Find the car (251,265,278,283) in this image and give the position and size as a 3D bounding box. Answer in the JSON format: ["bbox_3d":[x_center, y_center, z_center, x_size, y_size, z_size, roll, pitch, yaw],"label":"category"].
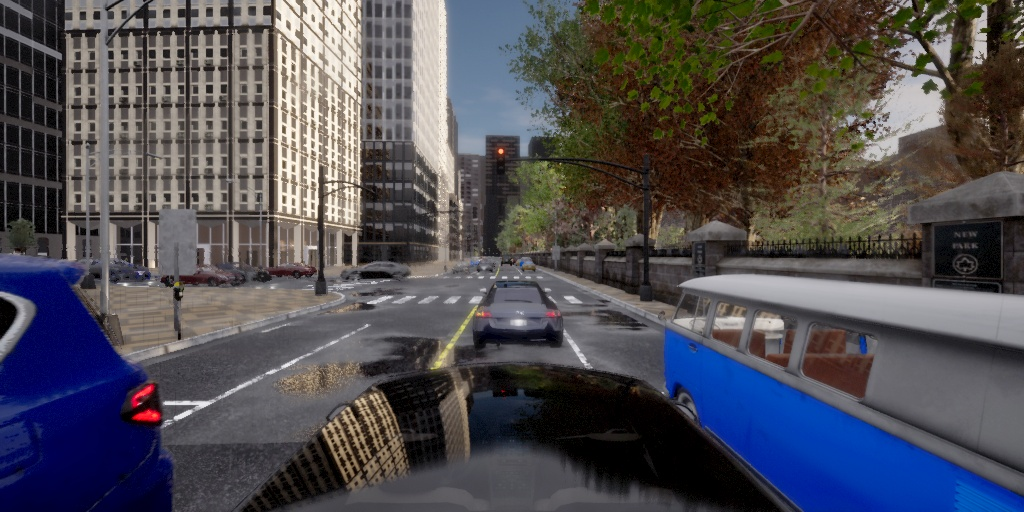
[{"bbox_3d":[-18.276,1.123,23.559,4.181,1.385,1.994,1,0,4],"label":"car"}]

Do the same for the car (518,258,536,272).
[{"bbox_3d":[2.134,1.260,46.376,1.751,1.417,4.829,0,0,-1],"label":"car"}]

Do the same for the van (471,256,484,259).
[{"bbox_3d":[-6.305,1.063,62.501,1.690,1.789,3.998,0,0,-2],"label":"van"}]

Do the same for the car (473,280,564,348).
[{"bbox_3d":[0.101,1.313,9.238,1.994,1.385,4.181,0,0,-1],"label":"car"}]

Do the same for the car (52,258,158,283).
[{"bbox_3d":[-27.258,0.948,24.125,4.902,1.511,2.128,1,0,3],"label":"car"}]

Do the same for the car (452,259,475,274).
[{"bbox_3d":[-5.628,1.288,40.326,2.007,1.370,4.403,0,0,-1],"label":"car"}]

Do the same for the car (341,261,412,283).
[{"bbox_3d":[-9.914,1.135,26.503,4.902,1.511,2.128,1,1,-18],"label":"car"}]

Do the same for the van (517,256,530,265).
[{"bbox_3d":[2.012,1.071,51.749,1.690,1.789,3.998,0,0,-1],"label":"van"}]

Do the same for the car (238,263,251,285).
[{"bbox_3d":[-18.150,1.149,21.011,4.207,1.307,1.802,0,0,4],"label":"car"}]

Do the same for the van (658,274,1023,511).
[{"bbox_3d":[2.568,1.091,2.657,1.690,1.789,3.998,0,0,0],"label":"van"}]

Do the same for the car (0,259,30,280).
[{"bbox_3d":[-36.453,0.916,24.625,4.181,1.385,1.994,1,0,2],"label":"car"}]

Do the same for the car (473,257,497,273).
[{"bbox_3d":[-3.226,1.227,43.248,2.128,1.511,4.902,0,0,-1],"label":"car"}]

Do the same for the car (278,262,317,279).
[{"bbox_3d":[-18.083,1.127,29.125,4.207,1.307,1.802,0,0,4],"label":"car"}]
